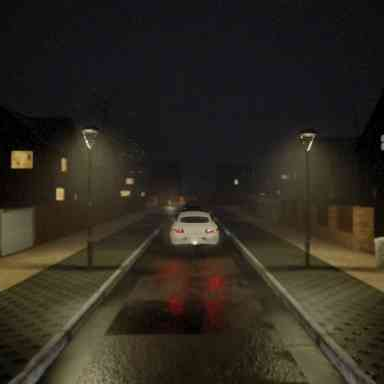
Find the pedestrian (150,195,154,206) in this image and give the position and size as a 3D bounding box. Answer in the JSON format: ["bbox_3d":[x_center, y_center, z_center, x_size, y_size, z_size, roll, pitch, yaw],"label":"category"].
[{"bbox_3d":[-6.702,1.322,55.199,0.375,1.860,0.375,0,-1,1],"label":"pedestrian"}]

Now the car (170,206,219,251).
[{"bbox_3d":[0.100,1.520,13.918,1.812,1.442,4.674,0,0,0],"label":"car"}]

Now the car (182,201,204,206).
[{"bbox_3d":[0.105,1.510,29.727,1.812,1.442,4.674,0,0,0],"label":"car"}]
